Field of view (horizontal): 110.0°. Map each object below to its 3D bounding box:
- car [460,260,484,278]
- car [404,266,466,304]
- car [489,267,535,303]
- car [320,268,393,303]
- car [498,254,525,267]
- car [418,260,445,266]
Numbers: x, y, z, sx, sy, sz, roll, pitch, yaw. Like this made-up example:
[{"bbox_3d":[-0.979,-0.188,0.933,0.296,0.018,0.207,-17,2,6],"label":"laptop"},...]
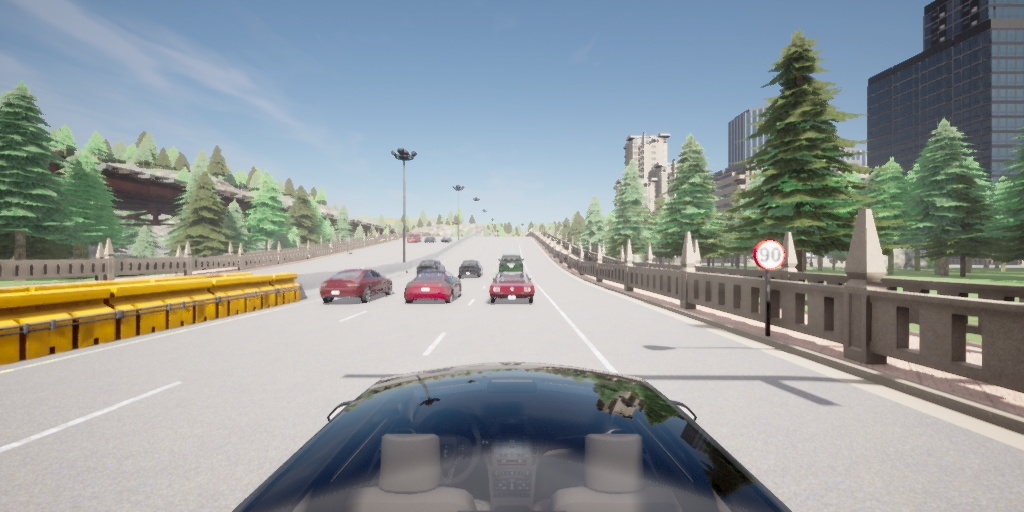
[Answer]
[{"bbox_3d":[-3.576,1.063,31.523,1.837,1.490,4.892,0,2,0],"label":"car"},{"bbox_3d":[-3.500,1.322,16.505,1.994,1.385,4.181,0,0,0],"label":"car"},{"bbox_3d":[0.000,1.366,16.536,1.895,1.301,4.718,0,0,0],"label":"car"},{"bbox_3d":[-7.000,1.283,16.503,1.812,1.442,4.674,0,0,0],"label":"car"},{"bbox_3d":[-0.076,0.800,31.564,2.150,2.045,5.566,0,2,0],"label":"car"},{"bbox_3d":[-7.076,1.063,31.503,1.837,1.490,4.892,0,2,0],"label":"car"}]
